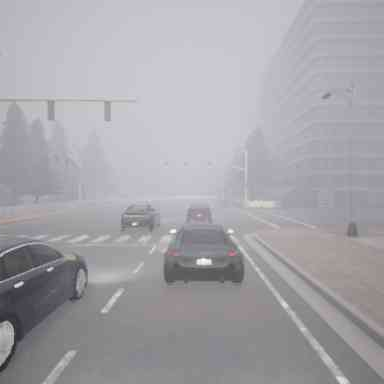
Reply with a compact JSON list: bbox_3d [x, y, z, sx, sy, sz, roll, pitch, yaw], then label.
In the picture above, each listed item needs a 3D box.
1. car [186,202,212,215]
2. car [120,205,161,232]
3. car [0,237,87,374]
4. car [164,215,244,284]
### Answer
[{"bbox_3d":[0.577,1.553,26.788,1.882,1.535,5.008,0,0,1],"label":"car"},{"bbox_3d":[-3.041,1.517,20.336,2.128,1.511,4.902,0,0,1],"label":"car"},{"bbox_3d":[-3.237,1.503,5.497,1.837,1.490,4.892,0,0,0],"label":"car"},{"bbox_3d":[0.296,1.577,9.619,1.994,1.385,4.181,0,0,1],"label":"car"}]
